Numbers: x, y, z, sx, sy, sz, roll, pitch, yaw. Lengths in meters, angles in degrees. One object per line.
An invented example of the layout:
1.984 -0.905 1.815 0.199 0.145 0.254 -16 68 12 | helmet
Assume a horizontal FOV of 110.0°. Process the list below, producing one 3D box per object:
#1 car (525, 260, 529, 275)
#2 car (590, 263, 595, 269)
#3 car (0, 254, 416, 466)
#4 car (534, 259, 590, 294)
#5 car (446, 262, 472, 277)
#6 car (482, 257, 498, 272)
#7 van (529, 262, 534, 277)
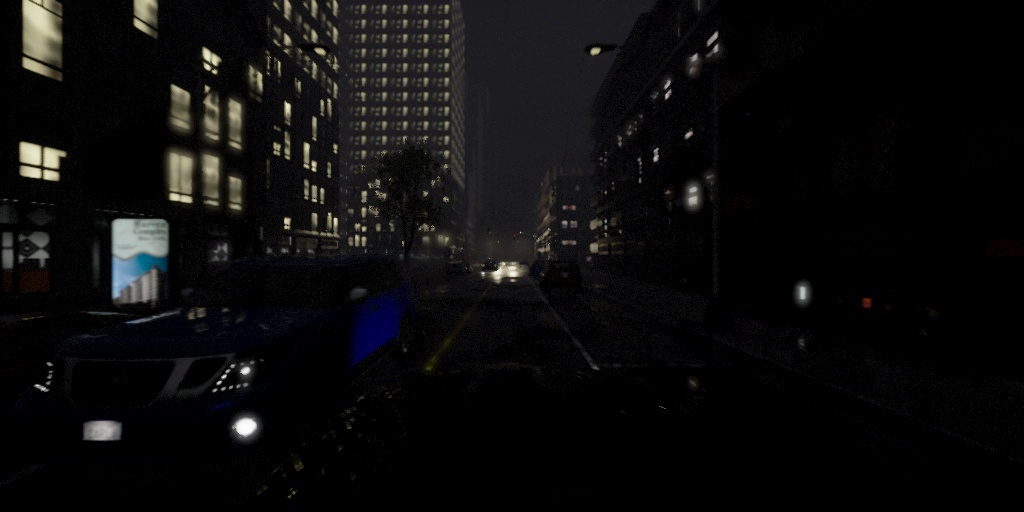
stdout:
2.696 1.253 37.248 1.967 1.591 4.097 0 0 0 | car
15.779 1.647 60.236 4.892 1.490 1.837 1 0 -1 | car
-3.099 0.978 5.477 2.150 2.045 5.566 0 0 0 | car
2.693 1.096 20.595 2.192 1.841 5.009 0 0 0 | car
-5.684 1.379 37.249 1.948 1.339 4.313 0 0 0 | car
-2.992 1.241 49.315 2.097 1.767 4.553 0 0 0 | car
2.696 1.143 31.698 1.690 1.789 3.998 0 0 0 | van
